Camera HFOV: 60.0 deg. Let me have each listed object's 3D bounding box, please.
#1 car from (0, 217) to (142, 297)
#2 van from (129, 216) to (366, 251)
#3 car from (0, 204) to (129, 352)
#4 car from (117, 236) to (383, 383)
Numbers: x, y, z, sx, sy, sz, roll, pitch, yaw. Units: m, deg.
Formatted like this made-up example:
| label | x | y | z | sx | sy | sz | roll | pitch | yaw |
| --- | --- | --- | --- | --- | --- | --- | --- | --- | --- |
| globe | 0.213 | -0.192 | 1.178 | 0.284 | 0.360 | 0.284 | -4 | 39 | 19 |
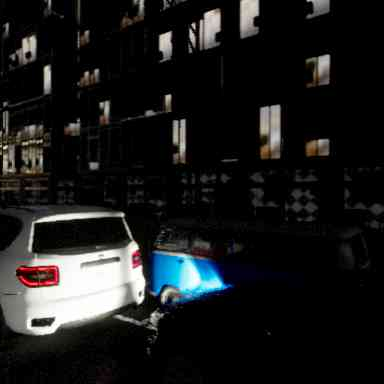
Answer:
| label | x | y | z | sx | sy | sz | roll | pitch | yaw |
| --- | --- | --- | --- | --- | --- | --- | --- | --- | --- |
| car | -3.772 | 1.562 | 9.281 | 4.829 | 1.417 | 1.752 | 0 | 0 | 36 |
| van | 0.965 | 1.372 | 5.870 | 3.998 | 1.788 | 1.690 | 0 | 0 | 36 |
| car | -3.338 | 1.248 | 6.471 | 5.566 | 2.045 | 2.150 | 0 | 0 | 40 |
| car | 1.758 | 1.498 | 3.094 | 5.008 | 1.535 | 1.882 | 0 | 0 | 36 |
